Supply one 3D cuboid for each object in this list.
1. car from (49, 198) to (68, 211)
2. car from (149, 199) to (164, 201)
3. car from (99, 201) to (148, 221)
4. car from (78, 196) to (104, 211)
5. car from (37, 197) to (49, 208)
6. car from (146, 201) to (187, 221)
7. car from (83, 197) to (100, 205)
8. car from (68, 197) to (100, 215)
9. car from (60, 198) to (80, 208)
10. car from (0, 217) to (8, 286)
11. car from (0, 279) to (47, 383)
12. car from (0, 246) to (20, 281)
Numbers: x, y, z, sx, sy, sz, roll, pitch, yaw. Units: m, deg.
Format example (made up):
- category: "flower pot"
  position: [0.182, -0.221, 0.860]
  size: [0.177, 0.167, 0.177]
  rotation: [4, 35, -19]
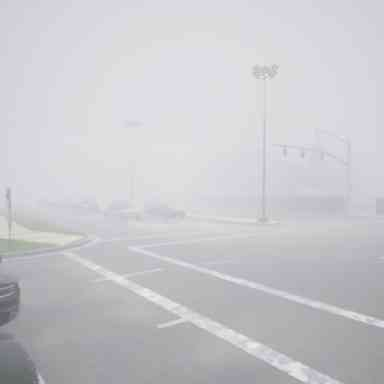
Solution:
- category: "car"
  position: [-16.659, 1.604, 43.187]
  size: [1.882, 1.535, 5.008]
  rotation: [1, 0, -36]
- category: "car"
  position: [-5.262, 1.747, 47.388]
  size: [2.128, 1.511, 4.902]
  rotation: [1, 0, -36]
- category: "car"
  position: [-5.988, 1.730, 28.569]
  size: [1.895, 1.301, 4.718]
  rotation: [1, 0, -36]
- category: "car"
  position: [-13.790, 1.517, 45.182]
  size: [2.097, 1.767, 4.553]
  rotation: [1, 0, -36]
- category: "car"
  position: [-22.744, 1.604, 51.635]
  size: [1.882, 1.535, 5.008]
  rotation: [1, 0, -35]
- category: "car"
  position: [-2.445, 1.768, 29.654]
  size: [1.895, 1.301, 4.718]
  rotation: [1, 0, -36]
- category: "car"
  position: [-20.746, 1.731, 68.630]
  size: [1.882, 1.535, 5.008]
  rotation: [1, 0, -36]
- category: "car"
  position: [-11.319, 1.480, 35.863]
  size: [2.097, 1.767, 4.553]
  rotation: [1, 0, -36]
- category: "car"
  position: [-19.659, 1.670, 53.338]
  size: [1.837, 1.490, 4.892]
  rotation: [1, 0, -35]
- category: "car"
  position: [-7.050, 1.461, 7.365]
  size: [5.008, 1.535, 1.882]
  rotation: [1, 0, -36]
- category: "car"
  position: [-3.138, 1.581, 1.484]
  size: [4.718, 1.301, 1.895]
  rotation: [1, 0, -34]
- category: "car"
  position: [-5.070, 1.460, 4.434]
  size: [5.008, 1.535, 1.882]
  rotation: [1, 0, -35]
